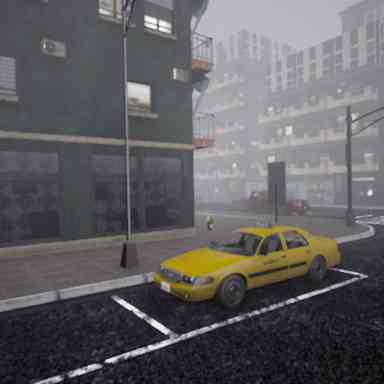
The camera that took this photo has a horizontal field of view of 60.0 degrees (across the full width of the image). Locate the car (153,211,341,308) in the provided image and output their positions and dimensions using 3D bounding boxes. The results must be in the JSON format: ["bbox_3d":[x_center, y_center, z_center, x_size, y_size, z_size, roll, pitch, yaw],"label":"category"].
[{"bbox_3d":[1.467,1.394,7.606,4.829,1.417,1.752,-2,1,-35],"label":"car"}]

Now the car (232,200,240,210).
[{"bbox_3d":[5.893,0.999,30.595,1.895,1.301,4.718,-2,1,-36],"label":"car"}]

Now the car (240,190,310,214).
[{"bbox_3d":[6.461,0.789,25.393,2.192,1.841,5.009,-1,1,-36],"label":"car"}]

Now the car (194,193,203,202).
[{"bbox_3d":[-0.038,0.795,48.664,1.802,1.307,4.206,-2,1,-36],"label":"car"}]
